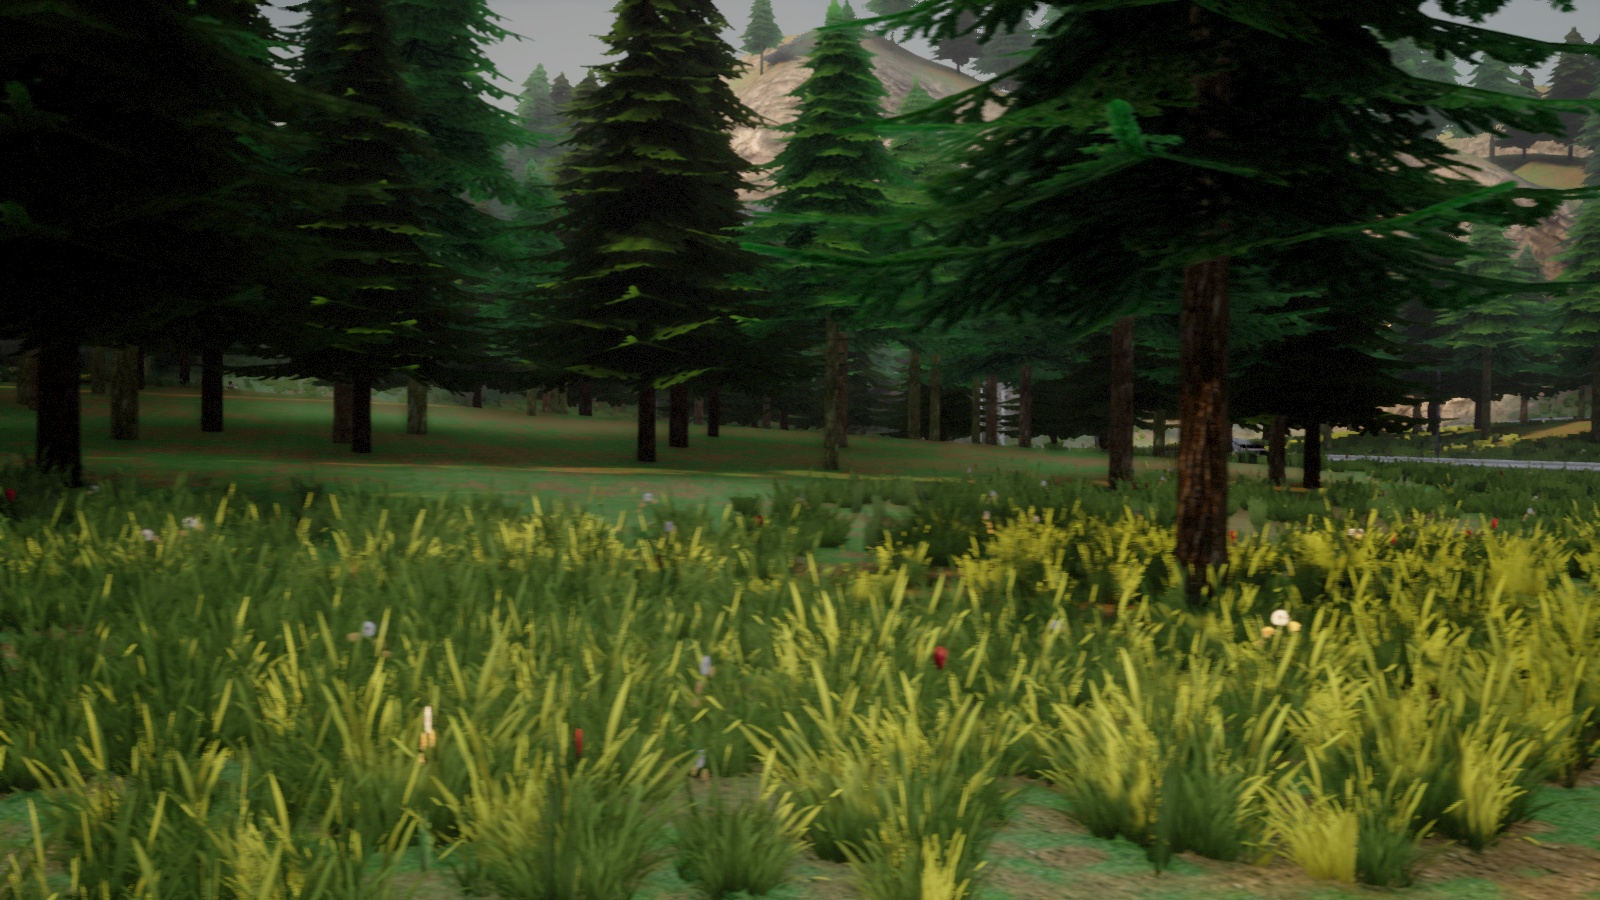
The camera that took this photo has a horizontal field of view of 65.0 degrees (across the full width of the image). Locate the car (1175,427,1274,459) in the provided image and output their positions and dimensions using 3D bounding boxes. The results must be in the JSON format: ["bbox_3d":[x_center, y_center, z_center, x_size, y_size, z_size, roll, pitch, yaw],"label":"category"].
[{"bbox_3d":[21.424,-0.373,63.619,2.128,1.511,4.902,-1,1,-21],"label":"car"}]
